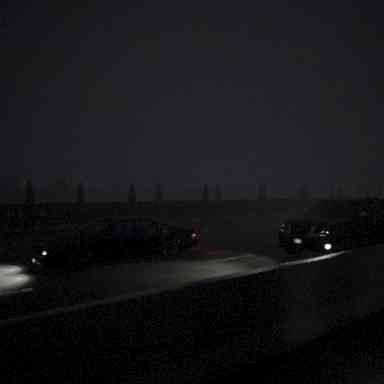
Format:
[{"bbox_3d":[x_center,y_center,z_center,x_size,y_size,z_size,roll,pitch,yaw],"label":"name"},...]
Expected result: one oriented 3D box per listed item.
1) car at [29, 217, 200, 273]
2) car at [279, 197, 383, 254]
[{"bbox_3d":[-2.303,1.549,10.948,5.357,1.411,2.033,0,0,-36],"label":"car"},{"bbox_3d":[5.659,1.227,12.329,5.566,2.045,2.150,0,0,-35],"label":"car"}]
